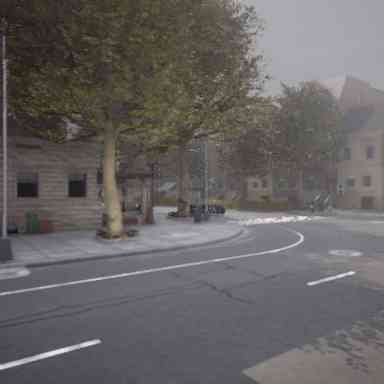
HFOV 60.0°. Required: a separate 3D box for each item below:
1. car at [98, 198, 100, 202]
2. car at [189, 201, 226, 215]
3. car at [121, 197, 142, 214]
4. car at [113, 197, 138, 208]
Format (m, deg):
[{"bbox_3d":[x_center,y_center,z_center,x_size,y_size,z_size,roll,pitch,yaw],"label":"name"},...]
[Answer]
[{"bbox_3d":[-16.235,1.237,52.440,2.435,2.045,5.566,0,0,-36],"label":"car"},{"bbox_3d":[1.438,1.558,32.758,1.994,1.385,4.181,0,0,-36],"label":"car"},{"bbox_3d":[-8.363,1.484,40.408,2.231,1.521,4.892,0,0,-36],"label":"car"},{"bbox_3d":[-9.775,1.507,48.487,1.837,1.490,4.892,0,0,-35],"label":"car"}]
